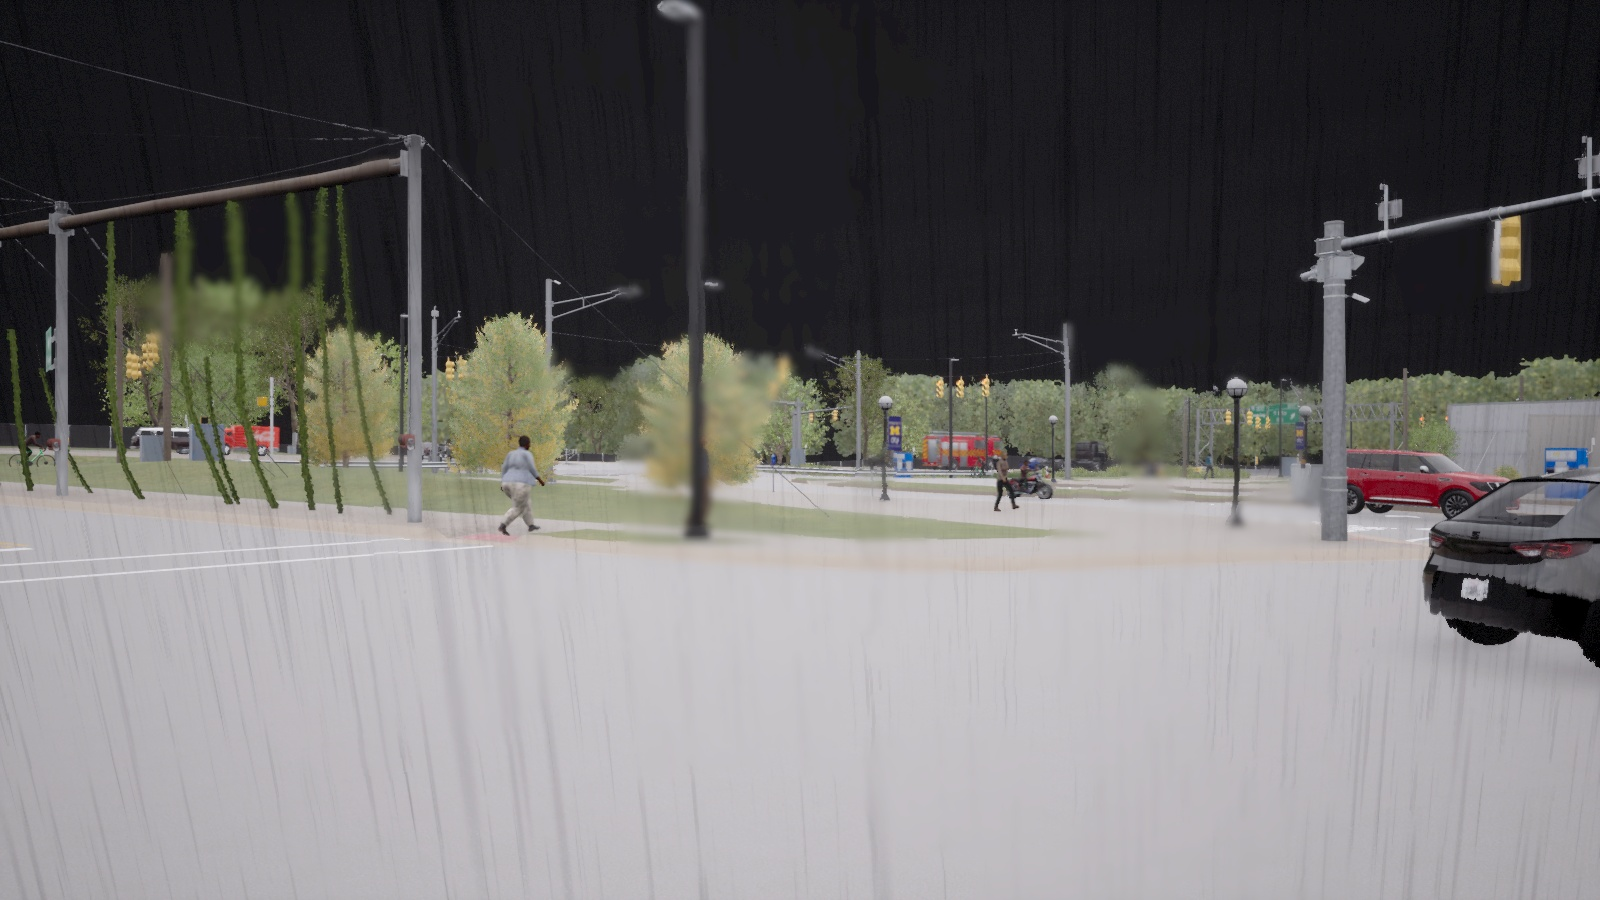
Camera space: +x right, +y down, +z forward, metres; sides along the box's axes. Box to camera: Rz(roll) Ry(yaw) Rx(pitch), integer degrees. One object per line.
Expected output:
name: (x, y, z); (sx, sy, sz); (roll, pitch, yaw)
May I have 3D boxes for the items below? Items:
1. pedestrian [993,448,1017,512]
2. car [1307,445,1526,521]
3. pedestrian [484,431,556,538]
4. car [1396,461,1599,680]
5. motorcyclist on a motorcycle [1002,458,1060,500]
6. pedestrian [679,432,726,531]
pedestrian: (6.033, 0.874, 36.907); (0.331, 1.846, 0.634); (0, 0, -34)
car: (18.649, 0.938, 38.240); (2.150, 2.045, 5.566); (0, 1, -38)
pedestrian: (-4.999, 0.598, 22.443); (0.874, 1.855, 0.900); (0, 0, 39)
car: (7.125, 0.819, 9.727); (4.193, 1.474, 1.816); (-1, -1, -7)
motorcyclist on a motorcycle: (9.250, 1.149, 50.366); (0.766, 1.649, 2.350); (0, 0, -38)
pedestrian: (-1.857, 0.585, 23.876); (0.694, 1.848, 0.540); (0, 0, 32)
